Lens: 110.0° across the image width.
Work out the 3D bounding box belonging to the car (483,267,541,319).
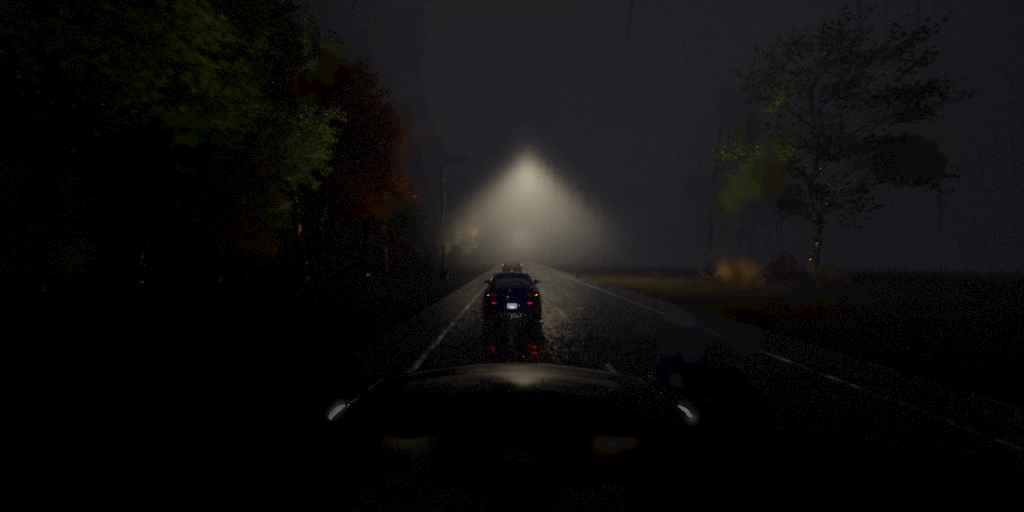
[{"bbox_3d":[0.004,1.278,12.692,1.812,1.442,4.674,0,0,0],"label":"car"}]

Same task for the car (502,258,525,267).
[{"bbox_3d":[0.001,1.235,35.811,1.882,1.535,5.008,0,0,0],"label":"car"}]
